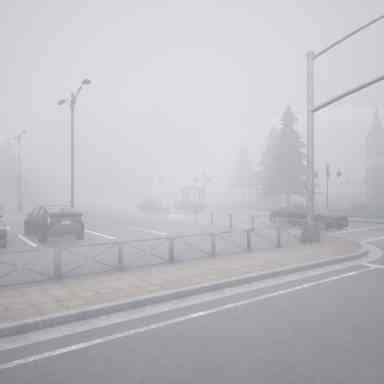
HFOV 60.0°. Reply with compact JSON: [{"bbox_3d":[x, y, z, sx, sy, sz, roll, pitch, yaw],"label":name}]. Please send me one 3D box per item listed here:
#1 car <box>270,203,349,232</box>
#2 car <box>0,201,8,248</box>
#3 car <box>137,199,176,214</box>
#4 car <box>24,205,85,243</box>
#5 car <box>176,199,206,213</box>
[{"bbox_3d":[7.115,1.478,20.579,1.882,1.535,5.008,0,0,-34],"label":"car"},{"bbox_3d":[-8.898,1.331,13.418,2.152,1.636,5.027,0,0,-36],"label":"car"},{"bbox_3d":[-4.207,1.491,36.108,2.128,1.511,4.902,0,0,-36],"label":"car"},{"bbox_3d":[-6.387,1.340,15.298,2.007,1.523,4.514,0,0,-36],"label":"car"},{"bbox_3d":[-0.441,1.504,37.217,1.837,1.490,4.892,0,0,-36],"label":"car"}]
